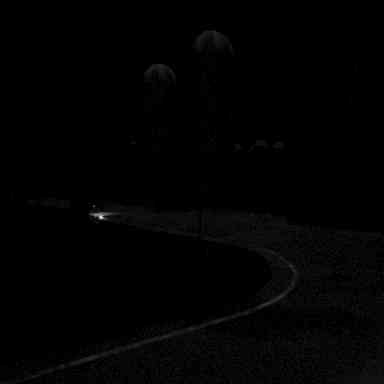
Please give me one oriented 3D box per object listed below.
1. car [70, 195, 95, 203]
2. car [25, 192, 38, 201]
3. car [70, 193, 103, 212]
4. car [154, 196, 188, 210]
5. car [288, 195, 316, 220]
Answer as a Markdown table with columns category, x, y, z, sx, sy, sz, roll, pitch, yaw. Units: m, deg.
| category | x | y | z | sx | sy | sz | roll | pitch | yaw |
| --- | --- | --- | --- | --- | --- | --- | --- | --- | --- |
| car | -21.838 | 1.408 | 66.414 | 4.181 | 1.381 | 1.994 | 0 | 0 | -36 |
| car | -39.584 | 1.066 | 82.096 | 2.150 | 2.045 | 5.566 | 0 | 0 | -35 |
| car | -11.357 | 1.080 | 35.450 | 2.150 | 2.045 | 5.566 | 0 | 0 | -35 |
| car | -2.527 | 1.338 | 39.639 | 3.988 | 1.617 | 1.851 | 0 | 0 | -36 |
| car | 9.056 | 1.211 | 27.182 | 1.905 | 1.878 | 3.866 | 0 | 0 | 24 |
